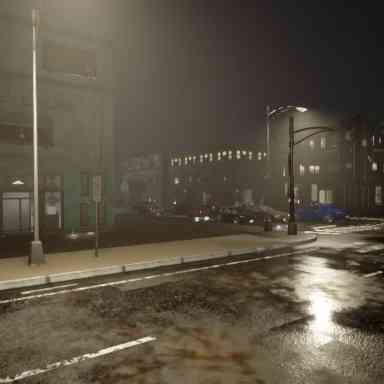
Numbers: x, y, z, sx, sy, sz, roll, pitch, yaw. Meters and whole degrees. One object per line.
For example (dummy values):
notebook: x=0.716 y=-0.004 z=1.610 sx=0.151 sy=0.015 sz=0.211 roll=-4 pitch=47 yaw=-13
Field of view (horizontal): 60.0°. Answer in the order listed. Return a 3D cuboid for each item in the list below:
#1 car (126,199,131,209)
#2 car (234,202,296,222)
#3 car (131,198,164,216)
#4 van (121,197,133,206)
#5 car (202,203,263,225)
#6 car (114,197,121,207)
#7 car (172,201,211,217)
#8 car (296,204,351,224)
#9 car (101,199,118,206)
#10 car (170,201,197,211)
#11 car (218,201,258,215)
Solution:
car: x=-6.388 y=1.997 z=44.367 sx=2.033 sy=1.411 sz=5.357 roll=-1 pitch=0 yaw=-35
car: x=5.523 y=1.764 z=27.626 sx=2.033 sy=1.411 sz=5.357 roll=-1 pitch=0 yaw=-36
car: x=-4.836 y=1.845 z=37.687 sx=1.967 sy=1.590 sz=4.097 roll=-1 pitch=0 yaw=-35
van: x=-10.856 y=1.906 z=60.585 sx=1.690 sy=1.788 sz=3.998 roll=-1 pitch=0 yaw=-35
car: x=3.117 y=1.814 z=26.314 sx=1.947 sy=1.339 sz=4.313 roll=-2 pitch=0 yaw=-35
car: x=-14.067 y=1.939 z=65.094 sx=2.192 sy=1.841 sz=5.009 roll=-1 pitch=0 yaw=-35
car: x=-0.289 y=1.895 z=35.767 sx=1.994 sy=1.385 sz=4.181 roll=-1 pitch=0 yaw=-37
car: x=10.101 y=1.672 z=26.350 sx=1.812 sy=1.442 sz=4.674 roll=-1 pitch=0 yaw=-37
car: x=-17.272 y=2.226 z=69.603 sx=1.887 sy=1.381 sz=4.507 roll=-1 pitch=0 yaw=-35
car: x=-1.218 y=1.965 z=47.059 sx=1.802 sy=1.307 sz=4.206 roll=-2 pitch=0 yaw=-35
car: x=5.202 y=1.809 z=38.041 sx=2.008 sy=1.369 sz=4.403 roll=-2 pitch=0 yaw=-35
